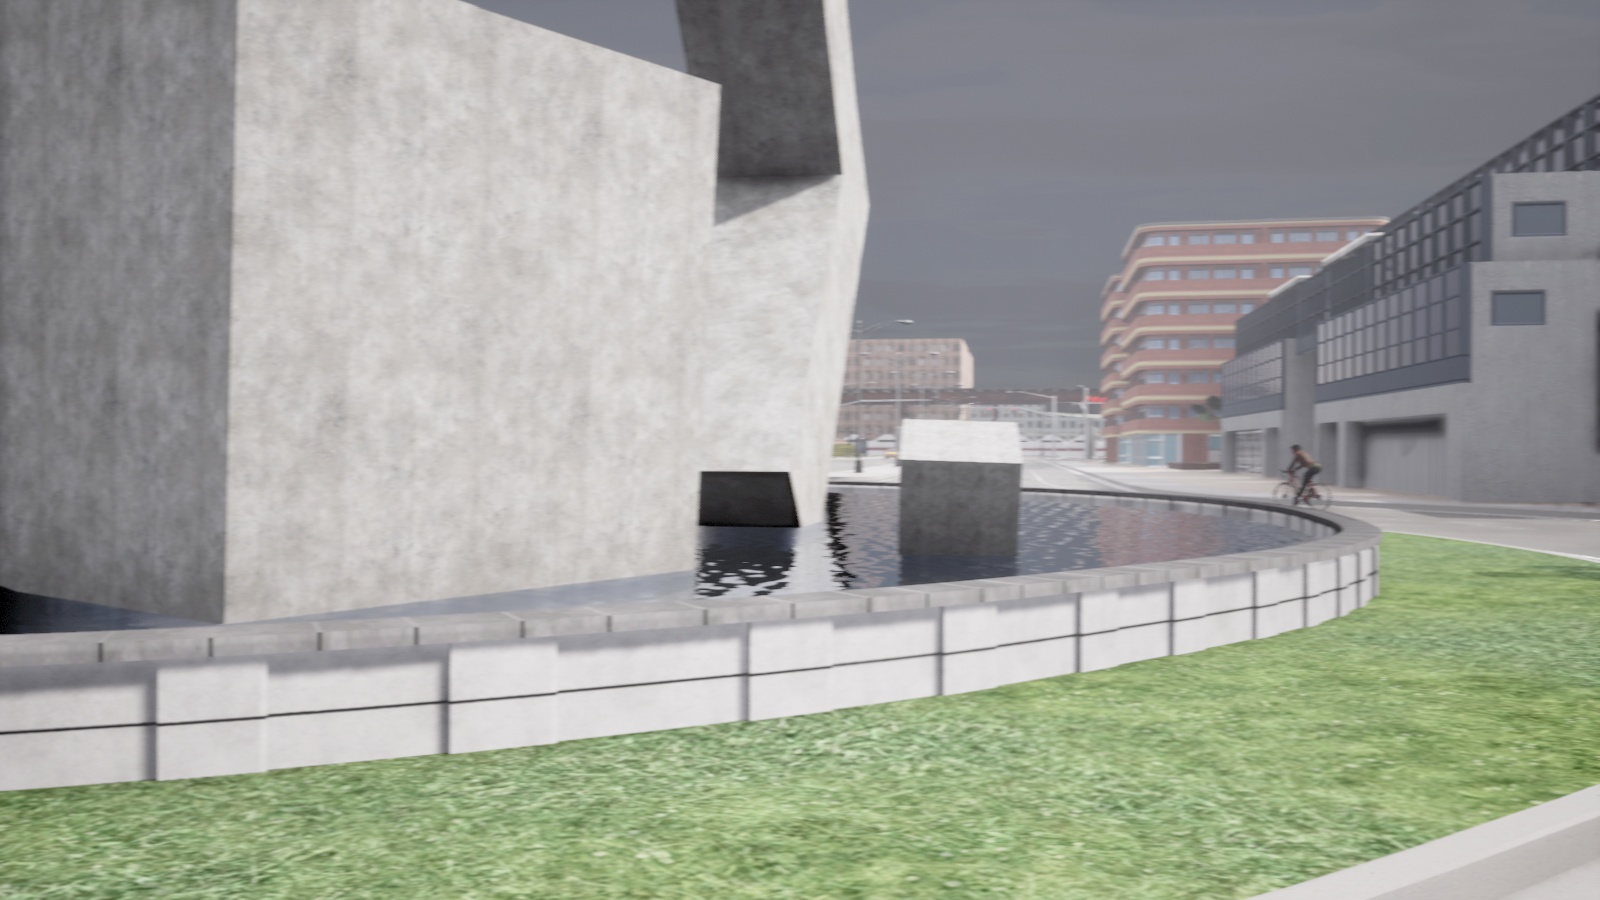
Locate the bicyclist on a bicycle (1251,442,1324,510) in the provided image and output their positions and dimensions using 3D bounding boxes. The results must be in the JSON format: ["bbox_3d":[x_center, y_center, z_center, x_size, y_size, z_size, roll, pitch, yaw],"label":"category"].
[{"bbox_3d":[11.966,0.628,30.844,0.582,1.620,1.656,0,0,-30],"label":"bicyclist on a bicycle"}]
